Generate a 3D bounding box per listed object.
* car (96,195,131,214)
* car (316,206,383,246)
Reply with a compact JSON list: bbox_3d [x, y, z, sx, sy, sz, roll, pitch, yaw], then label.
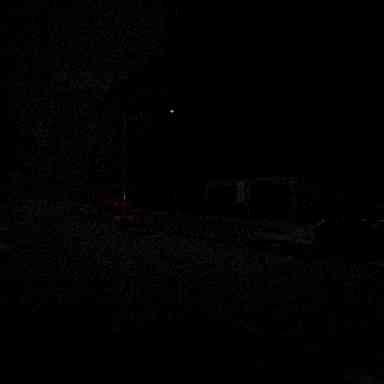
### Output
[{"bbox_3d":[-8.632,1.289,36.336,2.150,2.045,5.566,1,0,-36],"label":"car"},{"bbox_3d":[7.514,1.374,13.807,2.097,1.767,4.553,1,0,-36],"label":"car"}]
